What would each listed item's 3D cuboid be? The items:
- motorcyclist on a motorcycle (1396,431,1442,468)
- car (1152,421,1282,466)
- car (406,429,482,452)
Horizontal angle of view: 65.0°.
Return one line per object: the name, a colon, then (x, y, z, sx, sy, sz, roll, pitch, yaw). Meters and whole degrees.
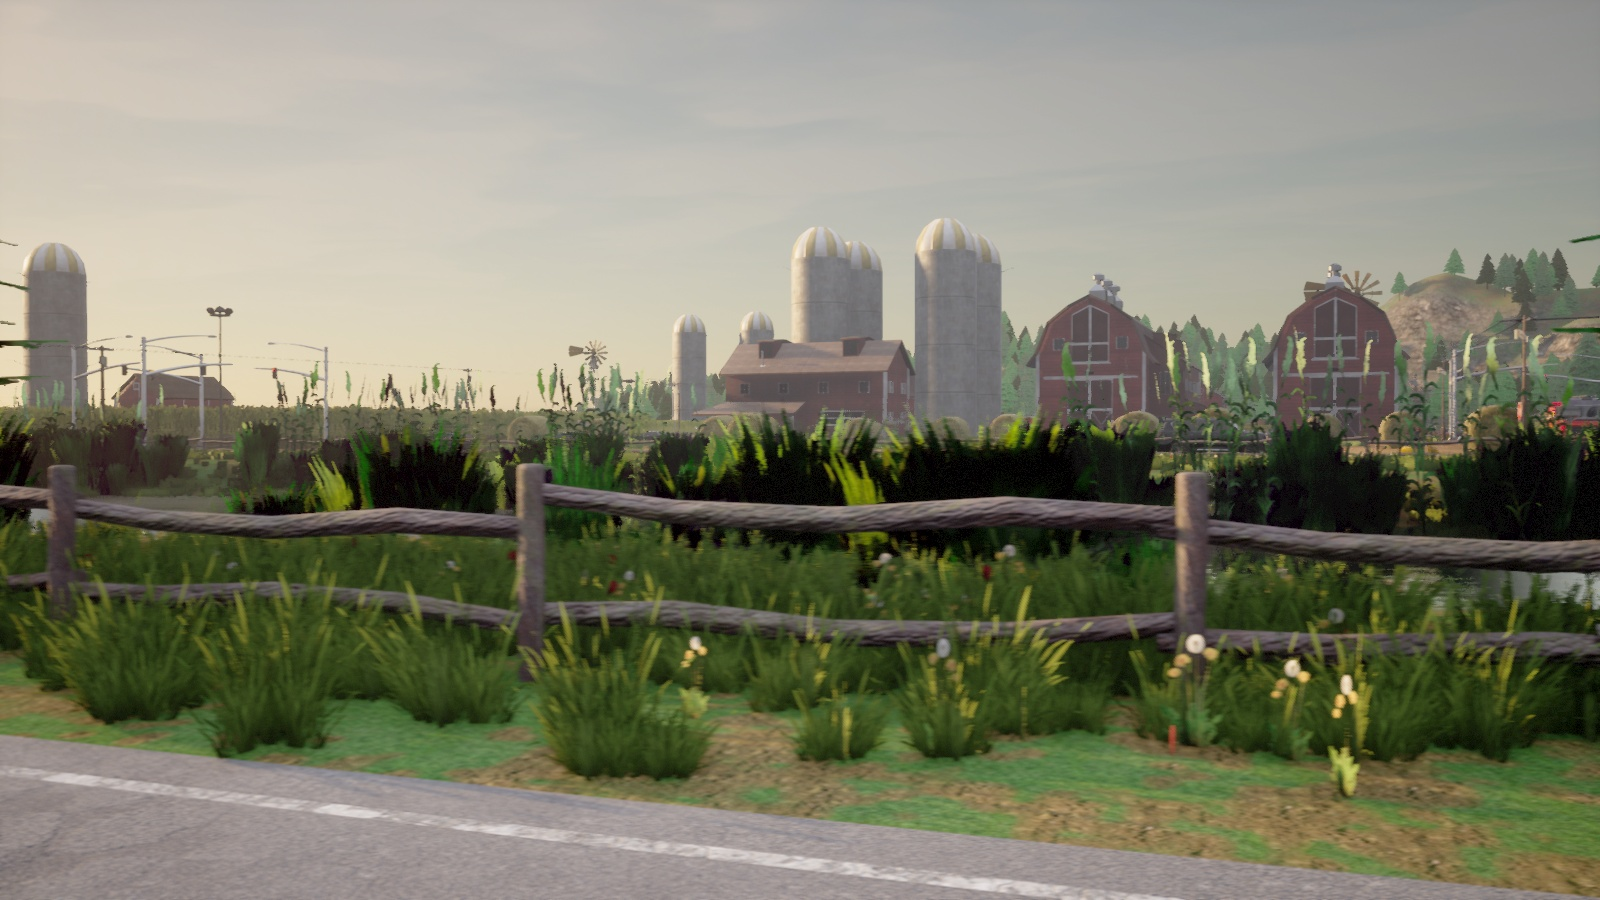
motorcyclist on a motorcycle: (27.453, -0.034, 55.696, 1.817, 1.590, 0.866, 1, 1, 25)
car: (19.696, -0.356, 59.383, 5.566, 2.045, 2.150, 1, 1, 26)
car: (-23.772, -0.625, 83.932, 4.892, 1.490, 1.837, 1, 1, 25)
